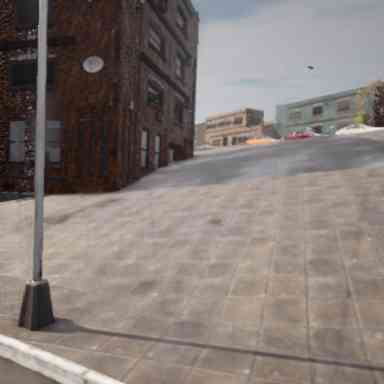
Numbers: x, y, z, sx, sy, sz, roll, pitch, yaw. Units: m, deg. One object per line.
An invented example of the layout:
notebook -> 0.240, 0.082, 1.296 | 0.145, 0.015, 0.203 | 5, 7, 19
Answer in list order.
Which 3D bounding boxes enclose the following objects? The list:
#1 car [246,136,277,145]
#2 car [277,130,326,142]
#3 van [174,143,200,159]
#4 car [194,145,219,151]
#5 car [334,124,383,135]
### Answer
car -> 8.071, -5.487, 37.121 | 2.185, 1.767, 4.553 | 1, 2, -33
car -> 11.045, -5.267, 32.475 | 2.185, 1.767, 4.553 | 1, 2, -33
van -> -0.768, -6.216, 50.934 | 1.878, 1.987, 4.442 | 1, 2, -33
car -> 2.132, -5.787, 46.396 | 2.231, 1.521, 4.892 | 1, 2, -33
car -> 14.096, -4.871, 27.702 | 2.002, 1.452, 4.674 | 1, 2, -33
